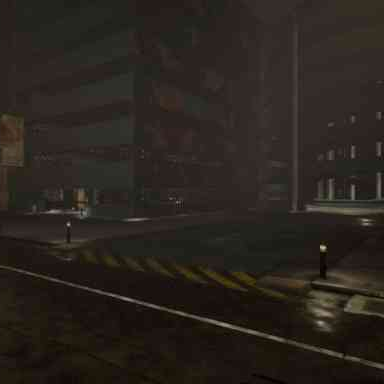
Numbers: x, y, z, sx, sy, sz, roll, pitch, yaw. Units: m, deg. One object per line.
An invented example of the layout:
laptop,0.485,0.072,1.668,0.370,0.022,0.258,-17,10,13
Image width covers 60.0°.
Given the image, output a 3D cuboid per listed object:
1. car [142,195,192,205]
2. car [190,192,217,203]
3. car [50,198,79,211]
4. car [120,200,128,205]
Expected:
car,-2.701,1.320,34.487,4.674,1.452,2.002,0,0,35
car,1.952,1.028,62.991,5.566,2.045,2.435,0,0,35
car,-15.045,1.413,38.146,4.786,1.482,2.161,0,0,35
car,-8.023,1.463,47.389,4.718,1.301,1.895,0,0,35
